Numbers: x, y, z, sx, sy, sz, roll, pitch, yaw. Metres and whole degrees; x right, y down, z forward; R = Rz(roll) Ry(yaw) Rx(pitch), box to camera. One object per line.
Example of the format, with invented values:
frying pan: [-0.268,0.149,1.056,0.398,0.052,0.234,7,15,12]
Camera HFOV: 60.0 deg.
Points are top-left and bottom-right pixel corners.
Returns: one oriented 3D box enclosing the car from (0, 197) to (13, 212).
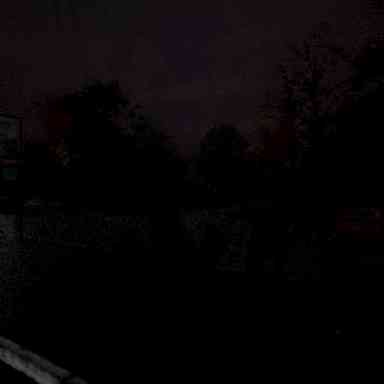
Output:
car: [-17.191,1.308,34.819,2.097,1.535,5.008,0,0,36]

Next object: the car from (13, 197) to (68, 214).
car: [-14.634,1.363,32.982,2.002,1.452,4.674,0,0,36]

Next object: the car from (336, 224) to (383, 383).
car: [3.184,1.478,4.168,2.231,1.521,4.892,1,0,36]

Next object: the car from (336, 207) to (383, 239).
car: [8.540,1.456,16.417,2.097,1.535,5.008,0,0,36]
